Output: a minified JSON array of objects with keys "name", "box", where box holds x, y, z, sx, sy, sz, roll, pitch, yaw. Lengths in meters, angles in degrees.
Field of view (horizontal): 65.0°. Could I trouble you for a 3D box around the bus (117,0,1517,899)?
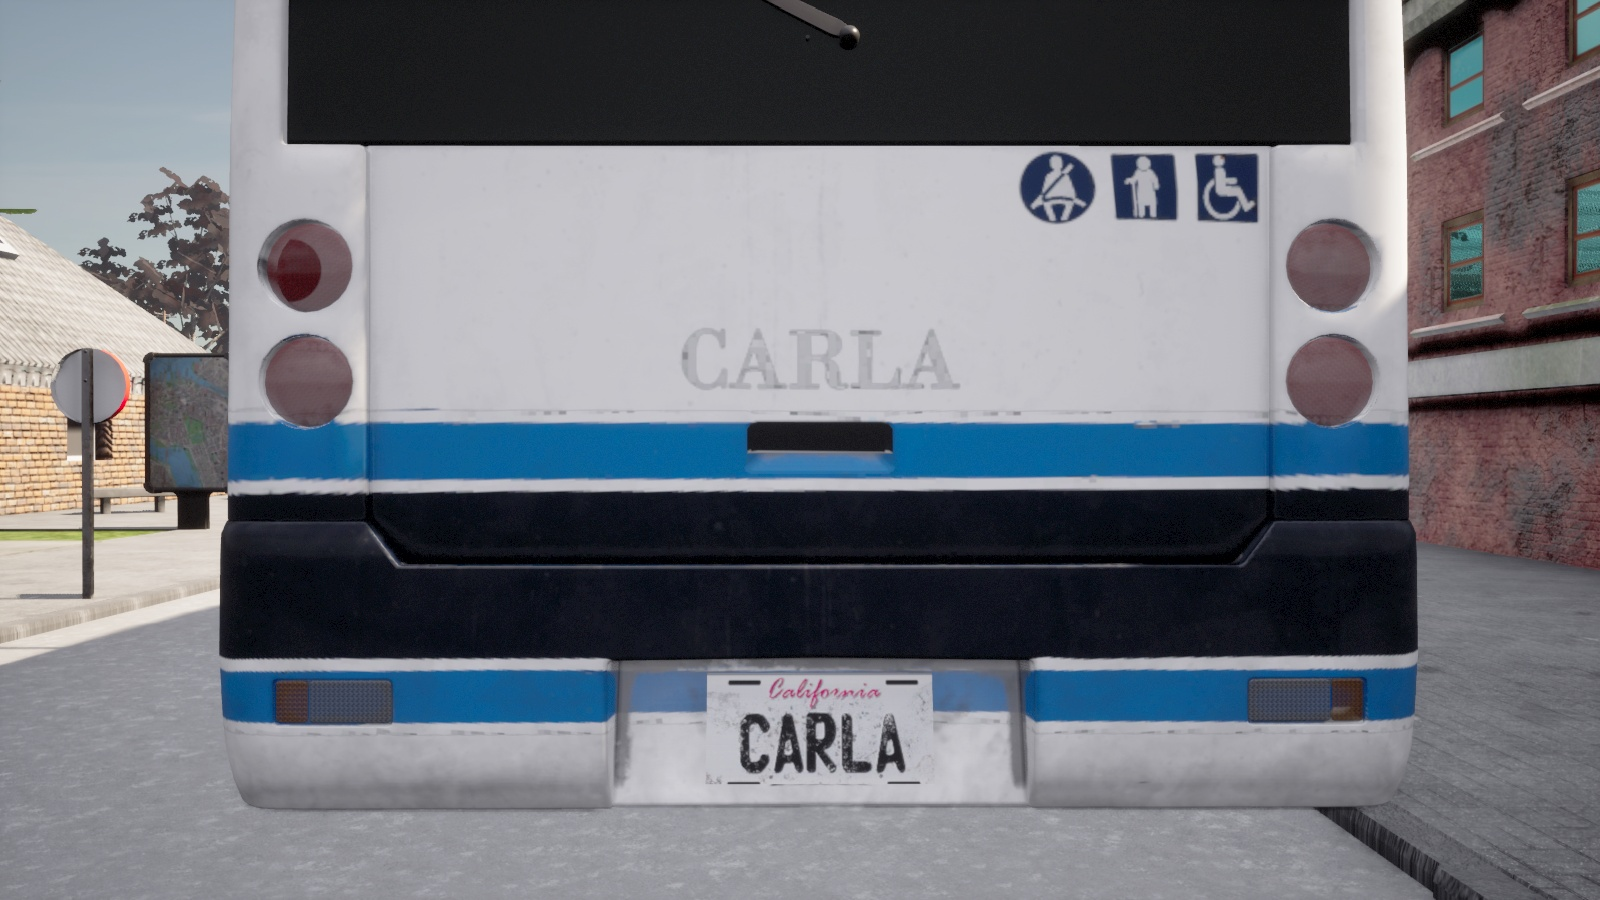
[{"name":"bus","box":[0.025,-0.679,8.677,3.944,4.253,10.273,0,0,0]}]
